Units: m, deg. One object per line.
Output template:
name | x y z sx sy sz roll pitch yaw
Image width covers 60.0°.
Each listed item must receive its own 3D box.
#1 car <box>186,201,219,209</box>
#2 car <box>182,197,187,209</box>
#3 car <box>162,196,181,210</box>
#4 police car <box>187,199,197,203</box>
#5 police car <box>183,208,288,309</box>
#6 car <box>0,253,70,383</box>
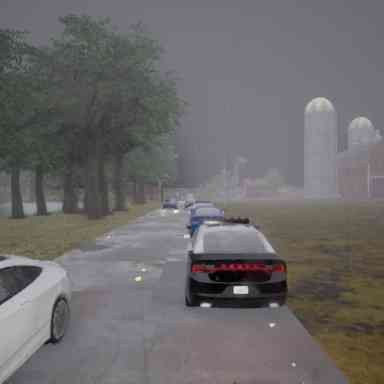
car | 0.794 1.487 18.009 1.882 1.535 5.008 0 0 0
car | -0.054 1.699 47.076 1.895 1.301 4.718 0 0 1
car | -2.925 1.565 44.907 1.882 1.535 5.008 0 0 0
police car | 0.783 1.442 24.120 1.930 1.638 5.238 0 0 0
police car | 0.811 1.428 8.119 1.930 1.638 5.238 0 0 0
car | -2.857 1.526 3.690 1.812 1.442 4.674 0 0 0
